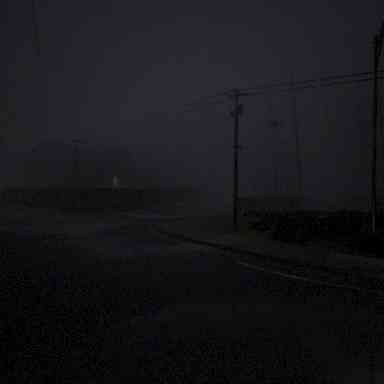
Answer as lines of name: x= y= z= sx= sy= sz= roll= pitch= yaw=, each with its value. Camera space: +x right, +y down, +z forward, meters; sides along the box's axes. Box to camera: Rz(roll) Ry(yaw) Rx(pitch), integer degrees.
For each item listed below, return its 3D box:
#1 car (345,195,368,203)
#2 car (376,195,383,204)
car: x=32.068 y=1.315 z=64.899 sx=3.905 sy=1.438 sz=1.784 roll=1 pitch=0 yaw=16
car: x=25.955 y=1.213 z=43.265 sx=4.605 sy=1.855 sz=1.932 roll=1 pitch=0 yaw=16
